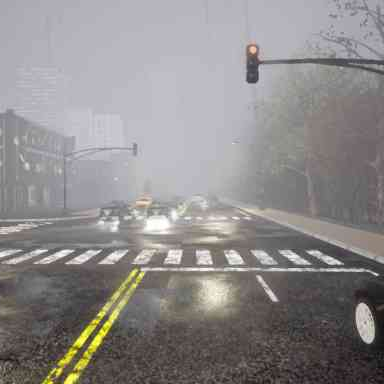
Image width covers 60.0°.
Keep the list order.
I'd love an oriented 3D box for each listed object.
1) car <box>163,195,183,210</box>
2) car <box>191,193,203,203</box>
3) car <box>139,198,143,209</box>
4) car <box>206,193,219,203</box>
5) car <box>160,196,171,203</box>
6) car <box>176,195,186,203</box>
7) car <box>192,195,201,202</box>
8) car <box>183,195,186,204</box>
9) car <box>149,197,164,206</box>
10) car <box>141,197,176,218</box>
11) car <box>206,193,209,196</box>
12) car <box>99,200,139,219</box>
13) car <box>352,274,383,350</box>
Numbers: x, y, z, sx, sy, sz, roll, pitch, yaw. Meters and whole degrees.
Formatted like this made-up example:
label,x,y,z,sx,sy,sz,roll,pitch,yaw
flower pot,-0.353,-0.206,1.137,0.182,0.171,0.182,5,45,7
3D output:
label,x,y,z,sx,sy,sz,roll,pitch,yaw
car,-2.701,1.479,43.237,2.128,1.511,4.902,0,0,1
car,1.083,1.197,66.110,2.150,2.045,5.566,0,0,1
car,-5.960,1.464,42.474,1.882,1.535,5.008,0,0,1
car,4.332,1.480,66.146,1.837,1.490,4.892,0,0,1
car,-5.476,1.575,69.006,1.895,1.301,4.718,0,0,1
car,-2.220,1.464,69.404,1.837,1.490,4.892,0,0,1
car,1.137,1.510,76.734,2.033,1.411,5.357,0,0,1
car,-2.519,1.333,55.078,2.097,1.767,4.553,0,0,1
car,-5.767,1.544,54.900,1.994,1.385,4.181,0,0,1
car,-2.910,1.484,29.700,2.128,1.511,4.902,0,0,1
car,4.387,1.195,76.609,2.150,2.045,5.566,0,0,1
car,-6.594,1.485,29.389,2.128,1.511,4.902,0,0,6
car,3.394,1.477,3.191,1.882,1.535,5.008,0,0,1
